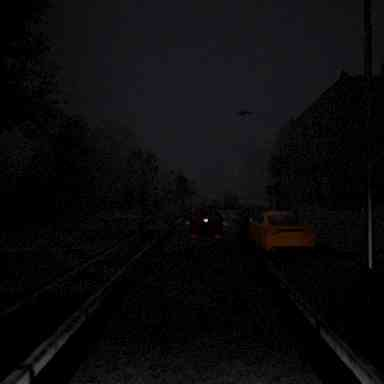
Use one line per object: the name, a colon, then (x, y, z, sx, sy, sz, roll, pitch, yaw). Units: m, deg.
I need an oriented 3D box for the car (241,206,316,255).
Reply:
car: (3.433, 1.499, 13.495, 2.097, 1.535, 5.008, 0, 0, 3)

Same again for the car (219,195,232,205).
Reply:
car: (6.264, 1.405, 63.225, 2.185, 1.767, 4.553, 1, 0, 3)

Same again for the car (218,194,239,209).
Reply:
car: (5.314, 1.277, 46.667, 2.435, 2.045, 5.566, 0, 0, 3)

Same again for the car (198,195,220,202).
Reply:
car: (2.041, 1.536, 41.096, 2.128, 1.511, 4.902, 0, 0, 3)

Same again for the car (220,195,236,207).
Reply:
car: (5.628, 1.404, 52.144, 2.185, 1.767, 4.553, 0, 0, 3)

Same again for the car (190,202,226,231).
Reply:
car: (0.911, 1.591, 21.051, 1.994, 1.385, 4.181, 0, 0, 3)
